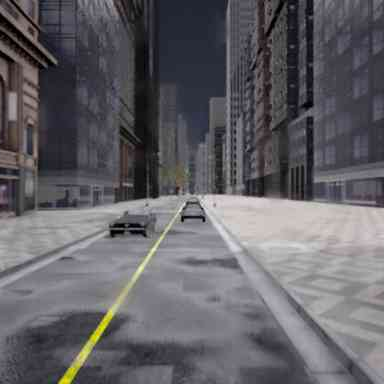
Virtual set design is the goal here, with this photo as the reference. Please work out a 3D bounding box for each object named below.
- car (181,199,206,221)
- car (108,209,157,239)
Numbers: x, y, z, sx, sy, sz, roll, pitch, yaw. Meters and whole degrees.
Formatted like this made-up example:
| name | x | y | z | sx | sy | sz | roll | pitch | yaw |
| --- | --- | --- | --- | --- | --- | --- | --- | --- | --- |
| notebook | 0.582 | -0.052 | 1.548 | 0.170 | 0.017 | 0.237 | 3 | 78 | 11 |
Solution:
| name | x | y | z | sx | sy | sz | roll | pitch | yaw |
| --- | --- | --- | --- | --- | --- | --- | --- | --- | --- |
| car | 0.106 | 1.566 | 27.059 | 1.994 | 1.385 | 4.181 | 0 | 0 | 0 |
| car | -3.000 | 1.602 | 17.633 | 1.895 | 1.301 | 4.718 | 0 | 0 | 0 |
